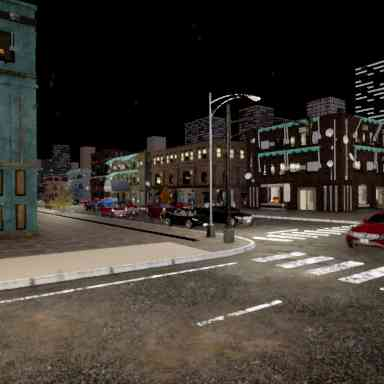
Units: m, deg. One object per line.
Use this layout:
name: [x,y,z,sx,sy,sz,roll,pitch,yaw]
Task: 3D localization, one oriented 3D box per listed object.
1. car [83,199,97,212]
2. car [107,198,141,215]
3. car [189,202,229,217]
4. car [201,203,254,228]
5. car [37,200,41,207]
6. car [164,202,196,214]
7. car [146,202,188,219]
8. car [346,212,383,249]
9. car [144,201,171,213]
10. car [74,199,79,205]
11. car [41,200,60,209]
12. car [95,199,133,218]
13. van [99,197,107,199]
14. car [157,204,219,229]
car: [-13.798,2.075,47.502,2.033,1.411,5.357,-1,0,-35]
car: [-7.819,1.765,38.995,2.097,1.767,4.553,-1,0,-35]
car: [1.736,1.810,35.496,2.008,1.369,4.403,-2,0,-35]
car: [2.447,1.735,24.495,1.812,1.442,4.674,-1,0,-37]
car: [-30.690,2.377,66.793,2.008,1.369,4.403,-1,0,-35]
car: [-1.462,1.904,40.014,1.802,1.307,4.206,-2,0,-35]
car: [-2.663,1.875,31.710,1.994,1.385,4.181,-1,0,-35]
car: [8.171,1.523,13.469,4.674,1.442,1.812,0,0,-35]
car: [-4.659,1.967,44.531,1.802,1.307,4.206,-1,0,-35]
car: [-27.049,2.365,76.154,1.947,1.339,4.313,-1,0,-35]
car: [-24.195,2.234,57.618,1.752,1.417,4.829,-1,0,-35]
car: [-8.303,1.847,35.169,1.967,1.590,4.097,-1,0,-35]
van: [-14.260,1.908,58.083,1.690,1.788,3.998,-1,0,-35]
car: [-0.381,1.815,23.774,1.947,1.339,4.313,-1,0,-35]
